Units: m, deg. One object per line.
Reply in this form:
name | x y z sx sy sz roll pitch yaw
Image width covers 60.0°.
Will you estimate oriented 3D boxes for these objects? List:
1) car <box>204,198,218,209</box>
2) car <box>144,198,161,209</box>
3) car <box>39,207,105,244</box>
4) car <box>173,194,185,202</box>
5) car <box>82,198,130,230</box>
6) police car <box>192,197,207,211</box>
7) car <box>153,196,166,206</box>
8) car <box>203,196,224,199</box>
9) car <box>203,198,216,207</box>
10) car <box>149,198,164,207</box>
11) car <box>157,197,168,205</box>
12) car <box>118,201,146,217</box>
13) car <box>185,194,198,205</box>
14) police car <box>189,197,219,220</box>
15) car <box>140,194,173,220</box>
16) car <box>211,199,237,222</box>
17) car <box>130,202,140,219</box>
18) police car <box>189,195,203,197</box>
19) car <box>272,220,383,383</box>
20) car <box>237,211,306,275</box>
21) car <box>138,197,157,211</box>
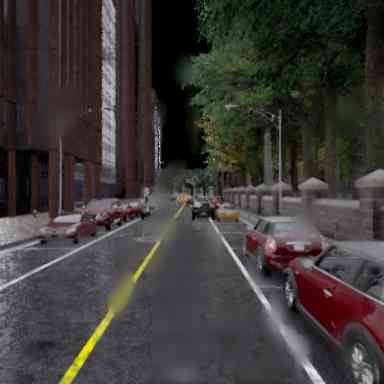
car | 2.780 1.637 48.918 1.752 1.417 4.829 0 0 0
car | -5.745 1.662 48.749 2.008 1.369 4.403 0 0 0
car | -5.757 1.614 16.006 1.802 1.307 4.206 0 0 0
car | -1.563 1.469 74.415 1.882 1.535 5.008 0 0 -38
car | -5.755 1.359 21.464 2.192 1.841 5.009 0 0 0
police car | 0.916 1.526 44.580 1.930 1.638 5.238 0 0 0
car | -5.741 1.580 59.663 1.967 1.590 4.097 0 0 0
car | 2.776 1.398 37.835 2.192 1.841 5.009 0 0 0
car | 2.782 1.691 54.204 1.947 1.339 4.313 0 0 0
car | -5.743 1.670 54.205 1.887 1.381 4.507 0 0 0
car | -5.739 1.679 64.949 1.752 1.417 4.829 0 0 0
car | -5.751 1.614 32.378 1.887 1.381 4.507 0 0 0
car | 0.024 1.659 63.322 1.837 1.490 4.892 0 0 0
police car | 0.911 1.486 28.580 1.930 1.638 5.238 0 0 0
car | -3.087 1.282 28.927 2.150 2.045 5.566 0 0 0
car | 2.772 1.582 27.091 1.752 1.417 4.829 0 0 0
car | -5.753 1.601 26.920 1.887 1.381 4.507 0 0 0
police car | 0.896 1.511 38.580 1.930 1.638 5.238 0 0 0
car | 2.764 1.451 5.096 1.967 1.590 4.097 0 0 0
car | 2.766 1.462 10.552 1.967 1.590 4.097 0 0 0
car | -5.747 1.537 43.292 1.967 1.590 4.097 0 0 0
